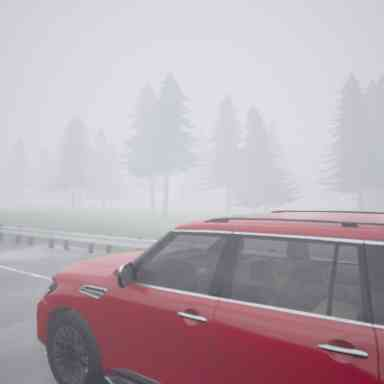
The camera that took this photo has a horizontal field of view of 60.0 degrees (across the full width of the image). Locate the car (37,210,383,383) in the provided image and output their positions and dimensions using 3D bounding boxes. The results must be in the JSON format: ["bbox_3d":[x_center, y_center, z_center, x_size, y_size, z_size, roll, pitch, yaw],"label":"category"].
[{"bbox_3d":[0.688,1.221,3.500,5.566,2.045,2.150,0,0,35],"label":"car"}]
